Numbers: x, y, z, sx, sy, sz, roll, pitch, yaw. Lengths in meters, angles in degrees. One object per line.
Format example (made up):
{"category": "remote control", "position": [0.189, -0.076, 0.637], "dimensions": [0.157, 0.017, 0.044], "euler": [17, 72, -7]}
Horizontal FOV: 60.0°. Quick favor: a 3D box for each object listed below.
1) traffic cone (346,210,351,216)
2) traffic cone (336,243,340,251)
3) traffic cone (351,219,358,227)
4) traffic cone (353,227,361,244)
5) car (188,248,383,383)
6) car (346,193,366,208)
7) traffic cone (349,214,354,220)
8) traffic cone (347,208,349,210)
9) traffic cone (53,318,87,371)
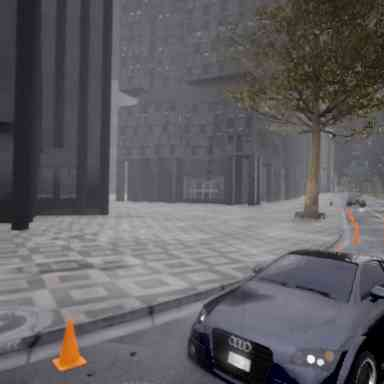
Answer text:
{"category": "traffic cone", "position": [13.539, 2.037, 28.345], "dimensions": [0.340, 0.580, 0.340], "euler": [1, 0, 24]}
{"category": "traffic cone", "position": [4.862, 2.005, 11.073], "dimensions": [0.340, 0.580, 0.340], "euler": [0, 0, 37]}
{"category": "traffic cone", "position": [9.506, 2.030, 19.194], "dimensions": [0.340, 0.580, 0.340], "euler": [1, 0, 24]}
{"category": "traffic cone", "position": [7.423, 2.021, 14.962], "dimensions": [0.340, 0.580, 0.340], "euler": [1, 0, 30]}
{"category": "car", "position": [1.919, 1.591, 4.859], "dimensions": [4.181, 1.385, 1.994], "euler": [0, 0, -44]}
{"category": "car", "position": [24.626, 1.225, 50.241], "dimensions": [2.150, 2.045, 5.566], "euler": [0, 0, 20]}
{"category": "traffic cone", "position": [11.523, 2.035, 23.770], "dimensions": [0.340, 0.580, 0.340], "euler": [1, 0, 24]}
{"category": "traffic cone", "position": [15.554, 2.029, 32.922], "dimensions": [0.340, 0.580, 0.340], "euler": [1, 0, 24]}
{"category": "traffic cone", "position": [-1.620, 1.966, 4.411], "dimensions": [0.340, 0.580, 0.340], "euler": [0, 0, -39]}
